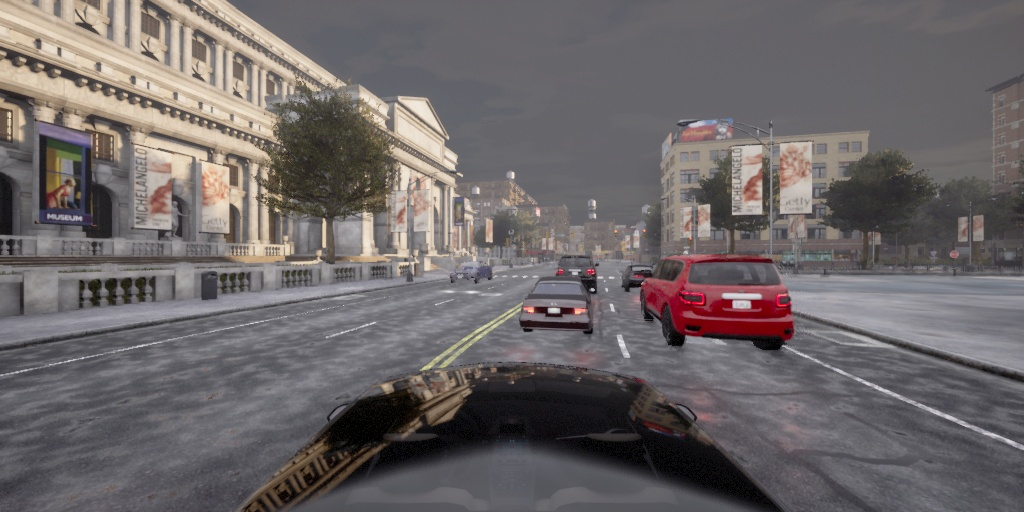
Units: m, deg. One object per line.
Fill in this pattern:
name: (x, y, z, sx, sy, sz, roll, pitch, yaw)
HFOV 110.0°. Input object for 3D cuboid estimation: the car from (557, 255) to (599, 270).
car: (3.786, 0.971, 20.656, 2.150, 2.045, 5.566, 0, 0, 13)

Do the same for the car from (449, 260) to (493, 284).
car: (-2.640, 0.992, 24.352, 1.812, 1.442, 4.674, 0, 0, 14)

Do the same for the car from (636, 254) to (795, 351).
car: (4.791, 0.974, 9.266, 2.150, 2.045, 5.566, 0, 0, 12)

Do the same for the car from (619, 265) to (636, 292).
car: (7.528, 1.255, 21.208, 1.837, 1.490, 4.892, 0, 0, 13)

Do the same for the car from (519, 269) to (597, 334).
car: (1.455, 1.297, 10.677, 2.033, 1.411, 5.357, 0, 0, 11)
